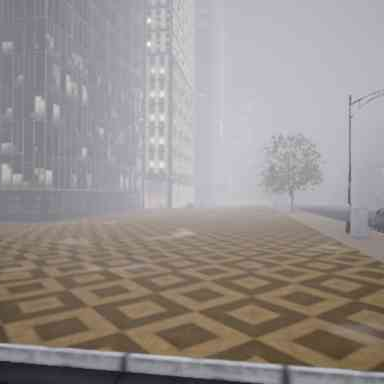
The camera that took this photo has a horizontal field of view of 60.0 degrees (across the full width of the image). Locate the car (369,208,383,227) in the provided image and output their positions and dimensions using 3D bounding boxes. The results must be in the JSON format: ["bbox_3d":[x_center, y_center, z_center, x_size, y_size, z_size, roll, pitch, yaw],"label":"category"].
[{"bbox_3d":[13.375,1.731,21.764,2.033,1.411,5.357,0,-1,10],"label":"car"}]
